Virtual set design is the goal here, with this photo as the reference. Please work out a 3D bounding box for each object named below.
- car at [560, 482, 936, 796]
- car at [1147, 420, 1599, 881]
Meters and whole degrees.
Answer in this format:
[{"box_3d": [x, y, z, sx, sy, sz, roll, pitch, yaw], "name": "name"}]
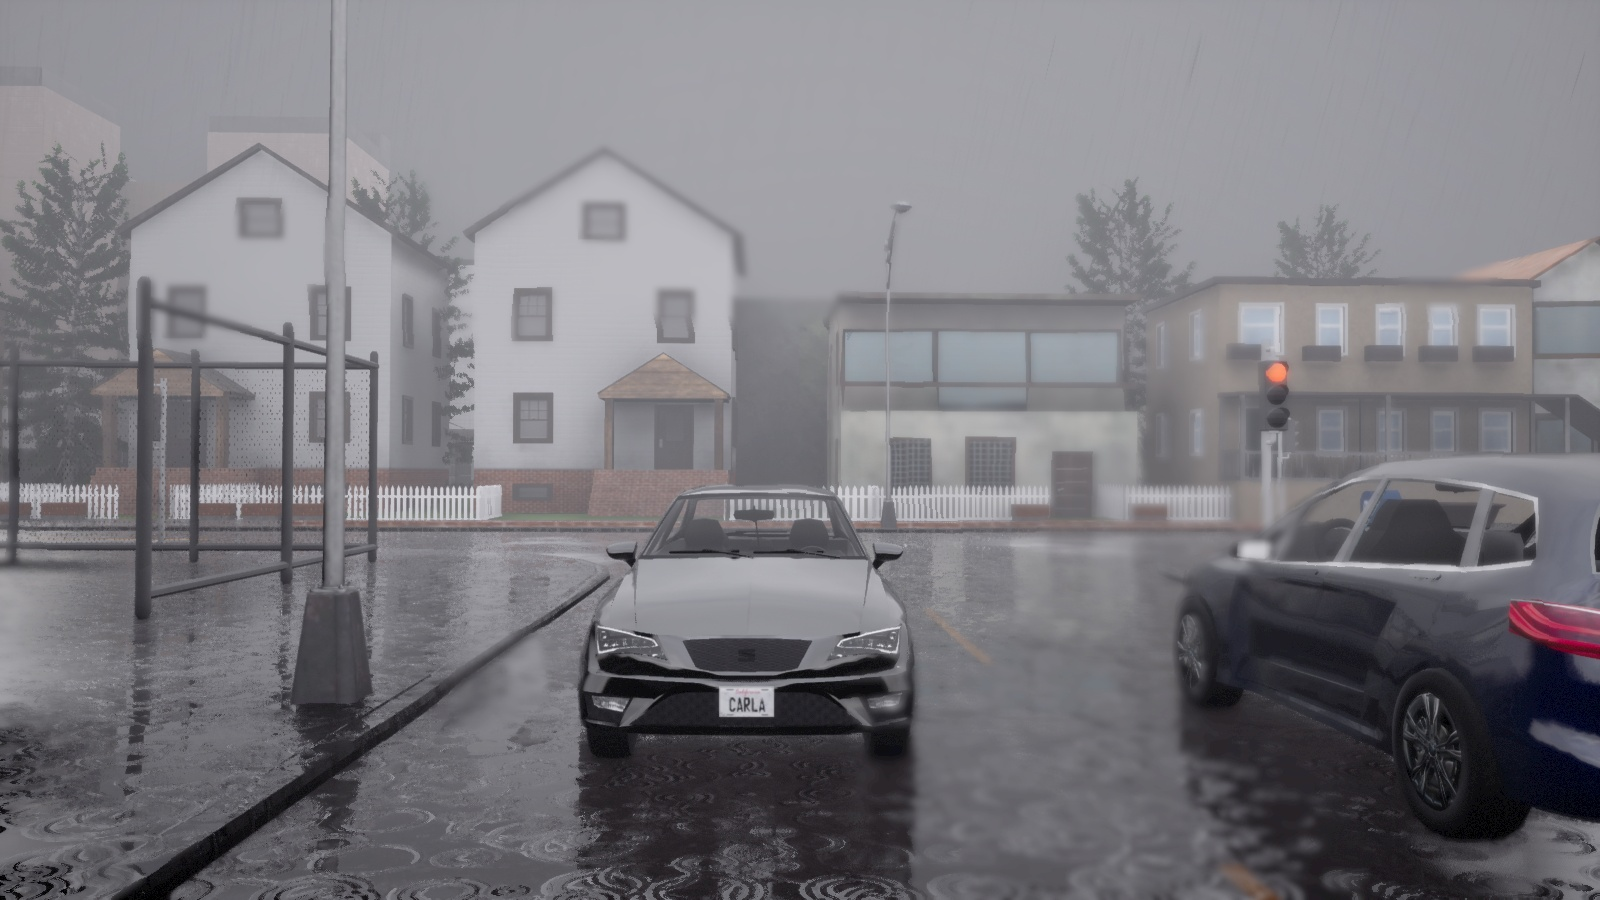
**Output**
[{"box_3d": [-0.276, 0.967, 8.186, 1.816, 1.474, 4.193, 0, -1, -1], "name": "car"}, {"box_3d": [3.745, 0.760, 6.898, 2.242, 1.667, 4.611, 0, -1, -2], "name": "car"}]
